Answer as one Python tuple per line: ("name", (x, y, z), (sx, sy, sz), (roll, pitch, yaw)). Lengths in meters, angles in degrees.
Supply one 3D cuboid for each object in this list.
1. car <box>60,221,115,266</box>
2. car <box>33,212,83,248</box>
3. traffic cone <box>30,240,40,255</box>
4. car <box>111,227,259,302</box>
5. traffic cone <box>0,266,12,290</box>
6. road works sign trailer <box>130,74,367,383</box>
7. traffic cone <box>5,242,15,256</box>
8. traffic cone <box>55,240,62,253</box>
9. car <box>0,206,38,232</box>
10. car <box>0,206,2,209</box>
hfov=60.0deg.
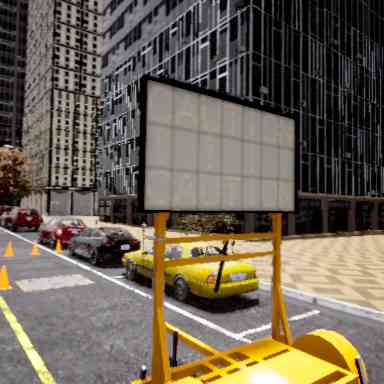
("car", (-3.657, 2.077, 13.669), (1.947, 1.339, 4.313), (3, -3, -37))
("car", (-7.057, 2.076, 18.200), (1.967, 1.590, 4.097), (3, -3, -37))
("traffic cone", (-6.959, 2.451, 14.761), (0.340, 0.580, 0.340), (3, -3, -37))
("car", (-0.354, 1.915, 9.282), (1.752, 1.417, 4.829), (3, -3, -37))
("traffic cone", (-4.952, 2.240, 8.767), (0.340, 0.580, 0.340), (3, -3, -37))
("road works sign trailer", (0.303, 0.648, 4.007), (2.380, 3.560, 2.880), (3, -3, -37))
("traffic cone", (-7.758, 2.412, 14.160), (0.340, 0.580, 0.340), (3, -3, -37))
("traffic cone", (-6.160, 2.491, 15.360), (0.340, 0.580, 0.340), (3, -3, -37))
("car", (-13.861, 2.206, 27.256), (2.192, 1.841, 5.009), (3, -3, -37))
("car", (-20.668, 2.469, 36.304), (2.192, 1.841, 5.009), (3, -3, -37))
